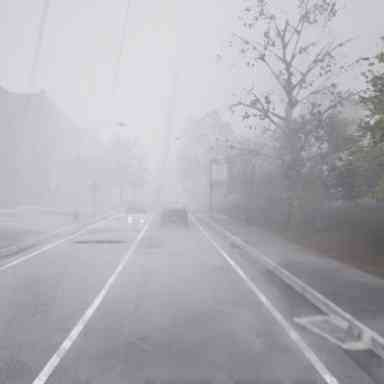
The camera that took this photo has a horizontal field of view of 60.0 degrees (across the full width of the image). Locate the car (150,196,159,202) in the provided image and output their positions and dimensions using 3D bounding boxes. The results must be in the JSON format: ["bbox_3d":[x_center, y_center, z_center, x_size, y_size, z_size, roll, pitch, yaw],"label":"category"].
[{"bbox_3d":[-8.731,1.610,76.831,1.812,1.442,4.674,0,0,-4],"label":"car"}]

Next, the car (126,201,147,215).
[{"bbox_3d":[-5.828,1.631,35.361,1.994,1.385,4.181,0,0,-4],"label":"car"}]

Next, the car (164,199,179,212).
[{"bbox_3d":[-2.587,1.608,41.757,1.812,1.442,4.674,0,0,-4],"label":"car"}]

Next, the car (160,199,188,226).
[{"bbox_3d":[-1.324,1.535,24.213,1.882,1.535,5.008,0,0,-4],"label":"car"}]
